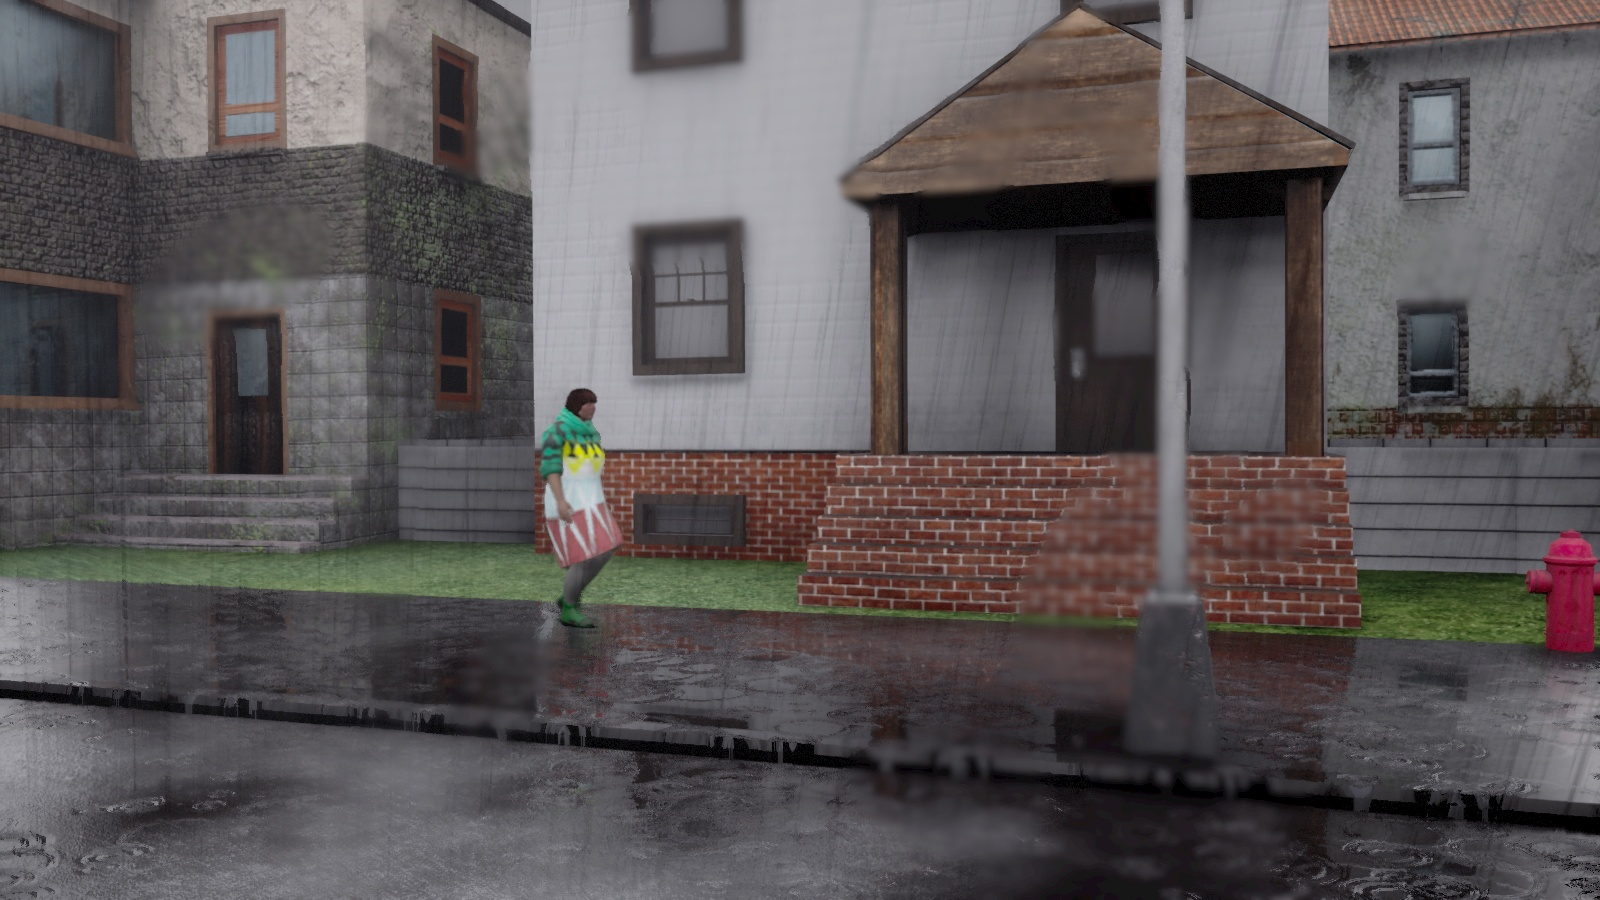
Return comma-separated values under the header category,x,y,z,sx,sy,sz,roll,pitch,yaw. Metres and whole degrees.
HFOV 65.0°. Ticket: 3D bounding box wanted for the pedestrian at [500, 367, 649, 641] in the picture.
category,x,y,z,sx,sy,sz,roll,pitch,yaw
pedestrian,-1.687,0.379,9.428,0.873,1.952,0.659,1,1,25
